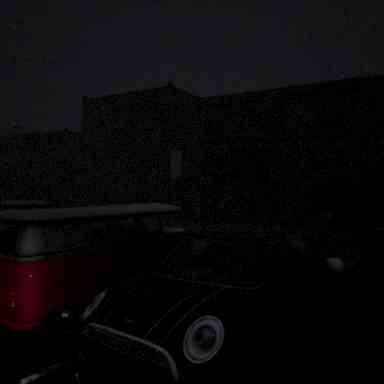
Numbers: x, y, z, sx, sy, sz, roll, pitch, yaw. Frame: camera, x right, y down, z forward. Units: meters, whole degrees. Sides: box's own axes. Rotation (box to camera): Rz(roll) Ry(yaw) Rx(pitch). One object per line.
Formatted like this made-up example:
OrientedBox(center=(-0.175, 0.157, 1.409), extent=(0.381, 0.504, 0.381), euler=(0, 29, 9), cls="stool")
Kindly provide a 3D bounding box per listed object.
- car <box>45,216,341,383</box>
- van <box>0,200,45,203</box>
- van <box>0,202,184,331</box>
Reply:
OrientedBox(center=(0.549, 1.350, 5.044), extent=(2.185, 1.767, 4.553), euler=(0, 0, 35), cls="car")
OrientedBox(center=(-6.390, 1.243, 9.799), extent=(1.878, 1.987, 4.442), euler=(0, 0, 35), cls="van")
OrientedBox(center=(-1.686, 1.247, 6.738), extent=(1.878, 1.987, 4.442), euler=(0, 0, 35), cls="van")
